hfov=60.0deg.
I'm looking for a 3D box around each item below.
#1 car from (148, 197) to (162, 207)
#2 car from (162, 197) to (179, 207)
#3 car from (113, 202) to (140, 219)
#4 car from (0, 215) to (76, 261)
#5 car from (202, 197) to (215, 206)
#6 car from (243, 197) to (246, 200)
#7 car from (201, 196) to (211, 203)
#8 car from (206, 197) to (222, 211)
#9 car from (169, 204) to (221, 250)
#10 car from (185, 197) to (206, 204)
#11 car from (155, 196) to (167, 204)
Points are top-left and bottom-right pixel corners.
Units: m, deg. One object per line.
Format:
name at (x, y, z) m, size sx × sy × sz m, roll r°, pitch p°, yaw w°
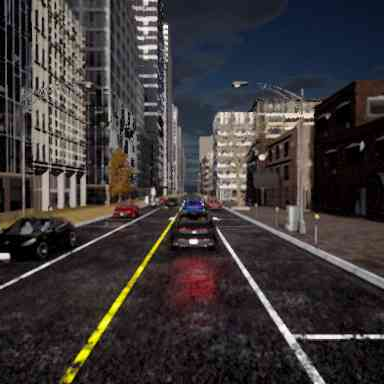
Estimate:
car at (-5.798, 1.569, 51.768) m, size 2.008 × 1.369 × 4.403 m, roll -1°, pitch 0°, yaw 0°
car at (-3.069, 1.495, 51.940) m, size 1.882 × 1.535 × 5.008 m, roll 0°, pitch 0°, yaw 0°
car at (-5.698, 1.554, 29.193) m, size 1.887 × 1.381 × 4.507 m, roll -1°, pitch 0°, yaw 0°
car at (-5.700, 1.569, 12.261) m, size 1.947 × 1.339 × 4.313 m, roll -1°, pitch 0°, yaw 0°
car at (2.815, 1.571, 57.355) m, size 2.008 × 1.369 × 4.403 m, roll -1°, pitch 0°, yaw 0°
car at (16.326, 1.671, 91.775) m, size 4.403 × 1.369 × 2.008 m, roll 0°, pitch 0°, yaw 1°
car at (2.817, 1.551, 68.813) m, size 1.752 × 1.417 × 4.829 m, roll -1°, pitch 0°, yaw 0°
car at (2.718, 1.595, 40.422) m, size 1.802 × 1.307 × 4.206 m, roll -1°, pitch 0°, yaw 0°
car at (0.075, 1.510, 14.303) m, size 1.837 × 1.490 × 4.892 m, roll 0°, pitch 0°, yaw 0°
car at (0.082, 1.487, 30.745) m, size 1.882 × 1.535 × 5.008 m, roll 0°, pitch 0°, yaw 0°
car at (-5.823, 1.568, 63.058) m, size 1.887 × 1.381 × 4.507 m, roll -1°, pitch 0°, yaw 0°
